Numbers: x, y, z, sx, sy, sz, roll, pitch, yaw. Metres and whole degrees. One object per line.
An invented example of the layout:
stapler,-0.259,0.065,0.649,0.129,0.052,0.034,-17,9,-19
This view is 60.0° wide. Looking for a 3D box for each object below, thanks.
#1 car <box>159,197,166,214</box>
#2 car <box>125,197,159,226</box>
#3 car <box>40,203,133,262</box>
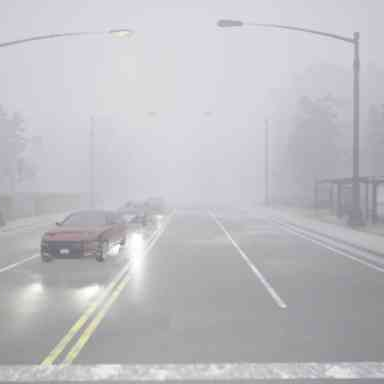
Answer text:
car,-3.588,1.180,31.717,1.882,1.535,5.008,0,1,0
car,-3.604,1.297,21.340,2.128,1.511,4.902,0,1,0
car,-3.604,1.378,11.892,1.882,1.535,5.008,0,1,0
